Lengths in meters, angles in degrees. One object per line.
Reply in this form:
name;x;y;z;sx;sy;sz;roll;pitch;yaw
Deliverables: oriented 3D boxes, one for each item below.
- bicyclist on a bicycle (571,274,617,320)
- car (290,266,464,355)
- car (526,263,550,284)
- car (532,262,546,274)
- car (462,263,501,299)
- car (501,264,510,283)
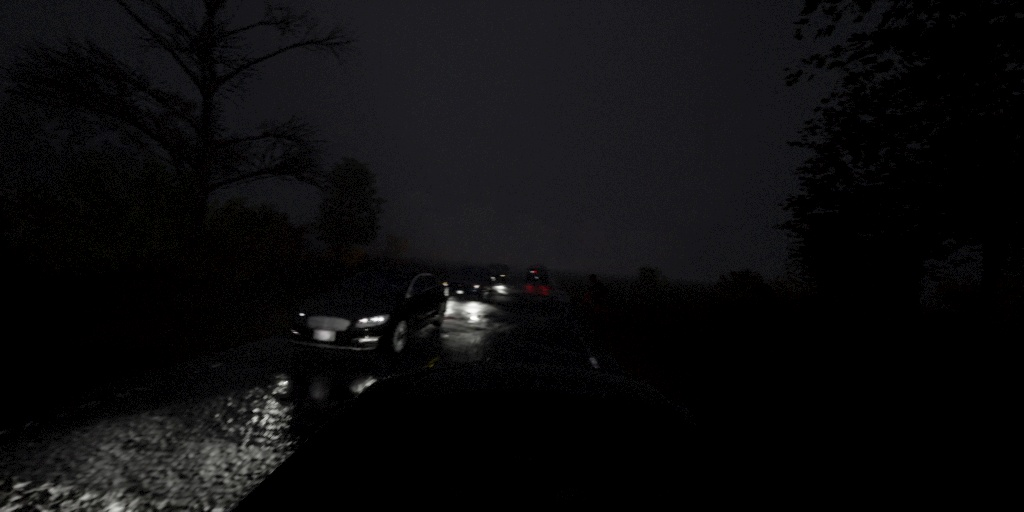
bicyclist on a bicycle;3.025;1.492;13.046;1.656;1.620;0.582;5;0;5
car;-2.808;1.039;8.212;2.128;1.511;4.902;5;0;5
car;2.217;1.535;31.098;2.128;1.511;4.902;5;0;5
car;3.979;1.743;53.258;1.882;1.535;5.008;5;0;4
car;-2.023;1.198;18.087;2.033;1.411;5.357;5;0;4
car;-1.168;1.309;28.694;2.033;1.411;5.357;5;0;5
